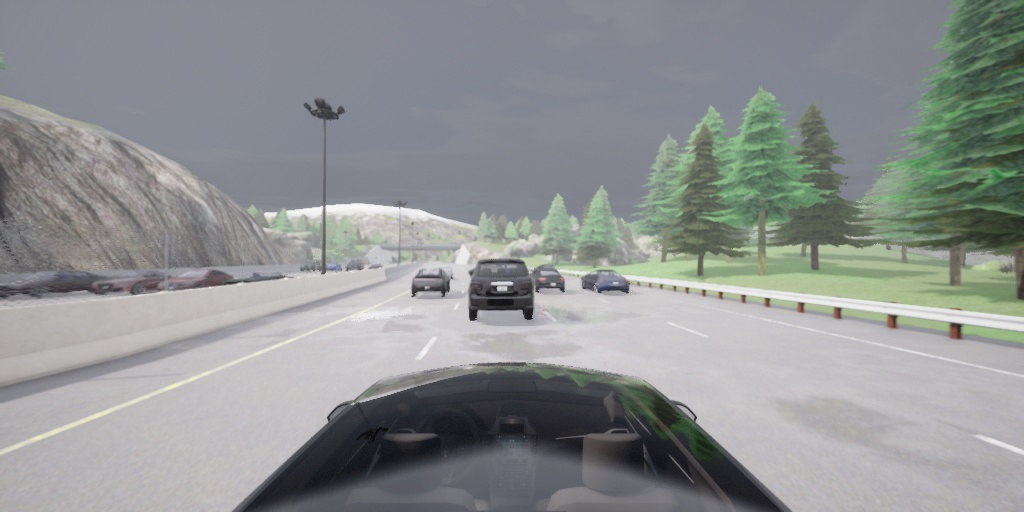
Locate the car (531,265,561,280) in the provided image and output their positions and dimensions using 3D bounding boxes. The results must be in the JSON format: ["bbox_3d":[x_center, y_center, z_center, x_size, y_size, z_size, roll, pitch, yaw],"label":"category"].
[{"bbox_3d":[3.509,1.673,37.682,1.837,1.490,4.892,0,-1,-10],"label":"car"}]

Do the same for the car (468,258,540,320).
[{"bbox_3d":[-0.476,1.112,13.576,2.150,2.045,5.566,0,0,-4],"label":"car"}]

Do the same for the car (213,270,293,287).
[{"bbox_3d":[-15.500,1.601,21.990,1.895,1.301,4.718,0,-1,-7],"label":"car"}]

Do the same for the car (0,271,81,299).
[{"bbox_3d":[-25.873,1.539,20.455,2.033,1.411,5.357,0,-1,-7],"label":"car"}]

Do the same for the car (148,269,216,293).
[{"bbox_3d":[-19.033,1.528,21.934,1.812,1.442,4.674,0,-1,-7],"label":"car"}]

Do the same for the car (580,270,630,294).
[{"bbox_3d":[5.725,1.554,22.563,1.994,1.385,4.181,0,-1,-6],"label":"car"}]

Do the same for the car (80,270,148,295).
[{"bbox_3d":[-22.523,1.566,21.616,1.994,1.385,4.181,0,-1,-7],"label":"car"}]

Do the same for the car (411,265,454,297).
[{"bbox_3d":[-4.638,1.469,20.901,2.128,1.511,4.902,0,-1,-6],"label":"car"}]

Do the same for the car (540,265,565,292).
[{"bbox_3d":[2.131,1.526,23.181,1.812,1.442,4.674,0,-1,-7],"label":"car"}]
